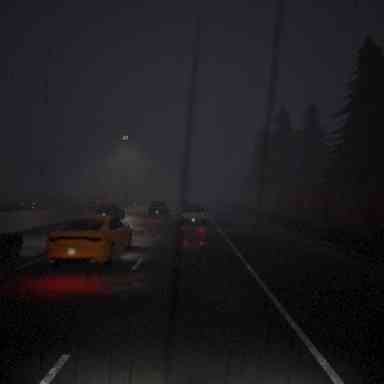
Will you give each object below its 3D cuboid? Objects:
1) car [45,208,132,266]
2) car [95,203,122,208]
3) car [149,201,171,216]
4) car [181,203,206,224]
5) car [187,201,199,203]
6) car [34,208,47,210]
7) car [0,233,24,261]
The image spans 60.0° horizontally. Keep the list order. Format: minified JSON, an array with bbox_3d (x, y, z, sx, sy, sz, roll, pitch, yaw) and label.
[{"bbox_3d":[-3.399,1.551,11.858,1.882,1.535,5.008,0,0,0],"label":"car"},{"bbox_3d":[-6.897,1.736,27.965,1.994,1.385,4.181,0,0,0],"label":"car"},{"bbox_3d":[-3.398,1.719,34.820,1.837,1.490,4.892,0,0,0],"label":"car"},{"bbox_3d":[0.102,1.764,26.459,1.895,1.301,4.718,0,0,0],"label":"car"},{"bbox_3d":[0.100,1.863,42.662,1.895,1.301,4.718,0,0,0],"label":"car"},{"bbox_3d":[-21.092,1.625,44.569,2.097,1.767,4.553,0,0,0],"label":"car"},{"bbox_3d":[-6.898,1.661,9.704,1.895,1.301,4.718,0,0,0],"label":"car"}]
